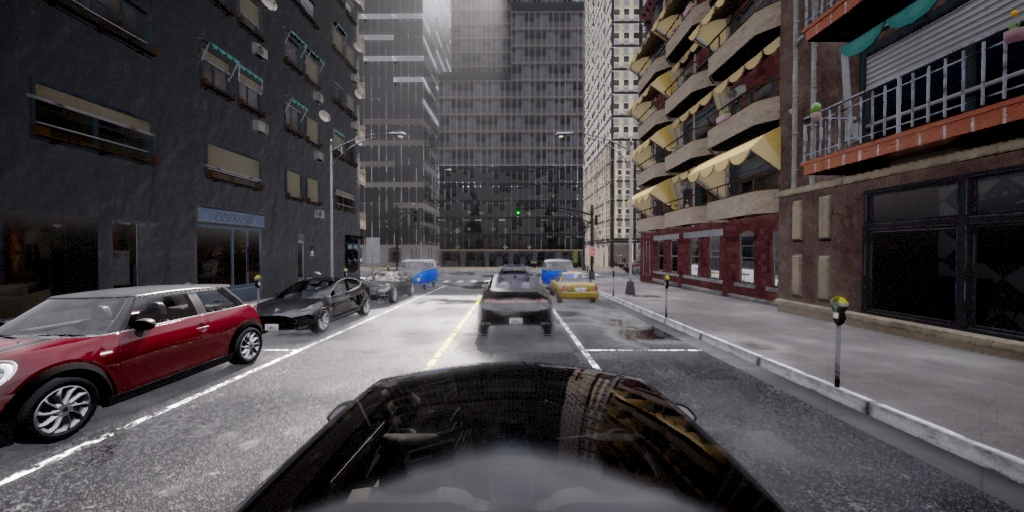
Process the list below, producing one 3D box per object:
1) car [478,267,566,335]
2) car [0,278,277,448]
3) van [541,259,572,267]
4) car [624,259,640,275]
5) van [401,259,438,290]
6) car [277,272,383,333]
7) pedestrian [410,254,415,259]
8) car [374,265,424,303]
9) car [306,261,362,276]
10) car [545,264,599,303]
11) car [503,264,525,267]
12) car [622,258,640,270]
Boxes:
[{"bbox_3d":[0.097,1.240,10.468,2.128,1.511,4.902,0,0,0],"label":"car"},{"bbox_3d":[-5.688,1.189,5.059,1.967,1.591,4.097,0,0,0],"label":"car"},{"bbox_3d":[2.722,1.086,21.821,1.690,1.789,3.998,0,0,0],"label":"van"},{"bbox_3d":[14.736,1.369,38.542,4.181,1.385,1.994,0,1,0],"label":"car"},{"bbox_3d":[-5.659,1.086,21.864,1.690,1.789,3.998,0,0,0],"label":"van"},{"bbox_3d":[-5.678,1.313,10.660,1.948,1.339,4.313,0,0,0],"label":"car"},{"bbox_3d":[-12.322,0.635,44.277,0.375,1.860,0.375,0,1,0],"label":"pedestrian"},{"bbox_3d":[-5.668,1.297,16.263,2.007,1.370,4.403,0,0,0],"label":"car"},{"bbox_3d":[-17.596,1.212,35.589,4.674,1.442,1.812,0,1,0],"label":"car"},{"bbox_3d":[2.713,1.272,16.389,1.751,1.417,4.829,0,0,0],"label":"car"},{"bbox_3d":[0.148,1.238,22.394,2.128,1.511,4.902,0,0,2],"label":"car"},{"bbox_3d":[15.299,1.087,41.138,5.009,1.841,2.192,0,0,0],"label":"car"}]
